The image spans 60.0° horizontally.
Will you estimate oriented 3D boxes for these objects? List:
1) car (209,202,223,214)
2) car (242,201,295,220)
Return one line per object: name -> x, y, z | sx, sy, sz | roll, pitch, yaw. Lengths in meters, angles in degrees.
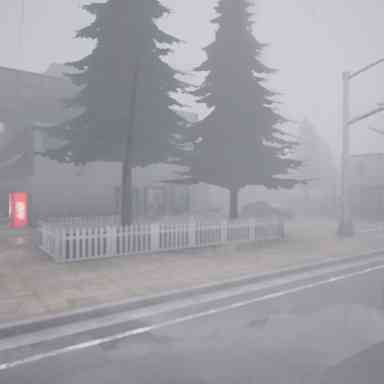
car -> 1.223, 1.653, 35.964 | 1.895, 1.301, 4.718 | 0, 0, -34
car -> 6.416, 1.529, 28.200 | 1.882, 1.535, 5.008 | 0, 0, -34
